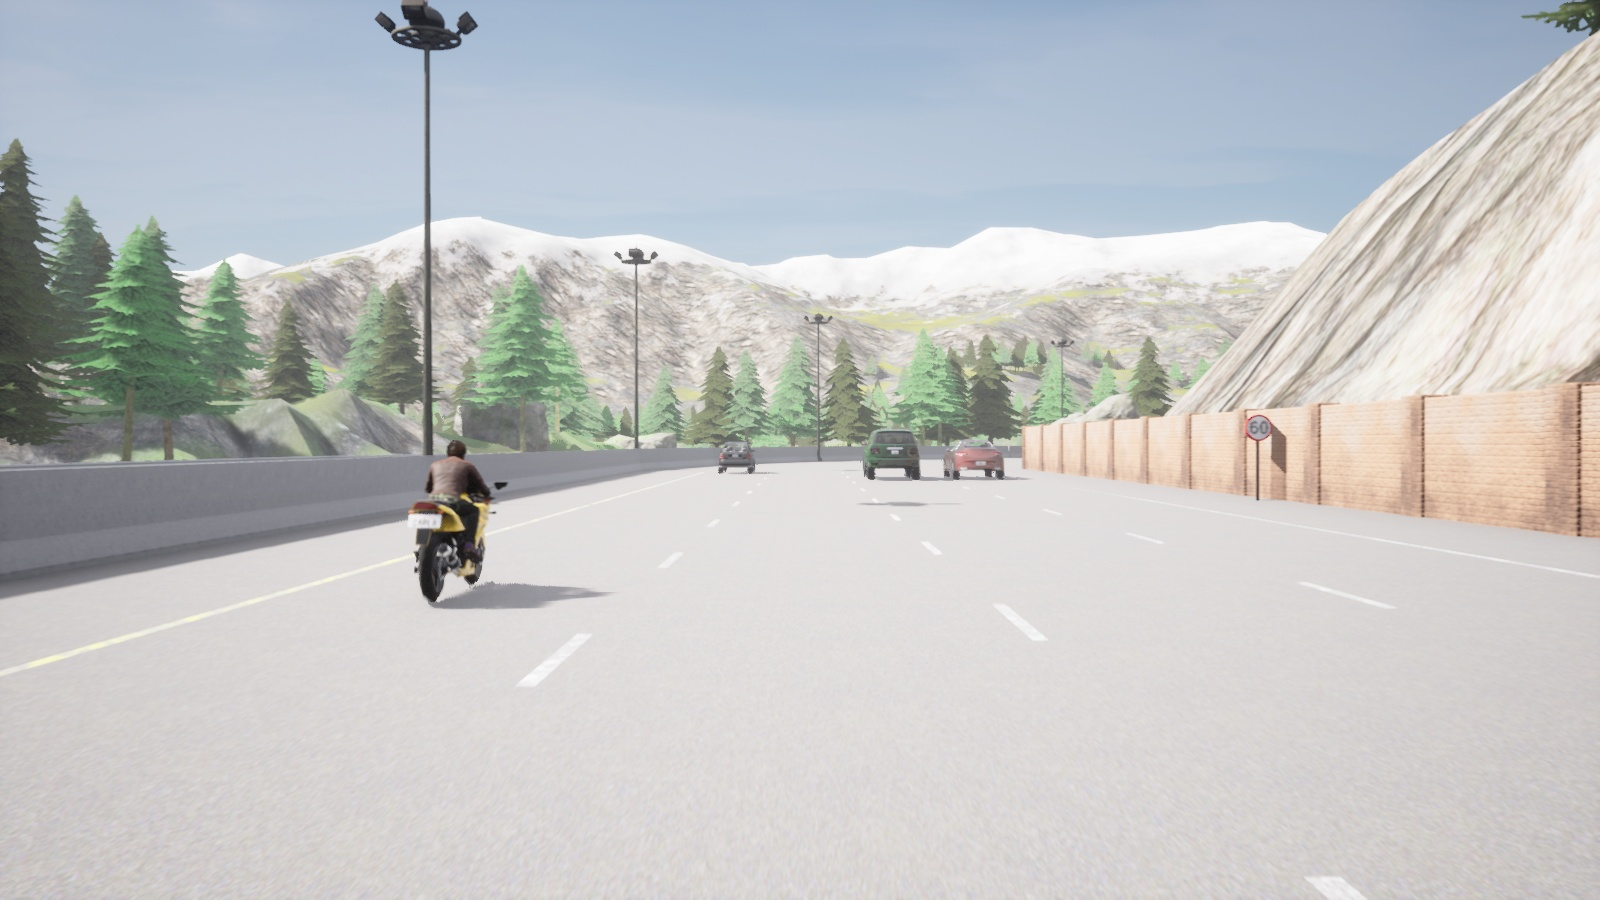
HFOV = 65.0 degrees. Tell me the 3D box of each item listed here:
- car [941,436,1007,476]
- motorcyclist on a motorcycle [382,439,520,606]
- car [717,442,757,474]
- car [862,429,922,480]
[{"bbox_3d":[7.310,0.231,53.272,2.152,1.651,5.027,0,0,0],"label":"car"},{"bbox_3d":[-3.416,0.655,12.494,0.797,1.523,2.044,0,0,0],"label":"motorcyclist on a motorcycle"},{"bbox_3d":[-3.129,0.368,62.844,1.789,1.549,3.705,0,0,1],"label":"car"},{"bbox_3d":[3.809,0.170,52.957,2.150,2.045,5.566,0,0,0],"label":"car"}]
